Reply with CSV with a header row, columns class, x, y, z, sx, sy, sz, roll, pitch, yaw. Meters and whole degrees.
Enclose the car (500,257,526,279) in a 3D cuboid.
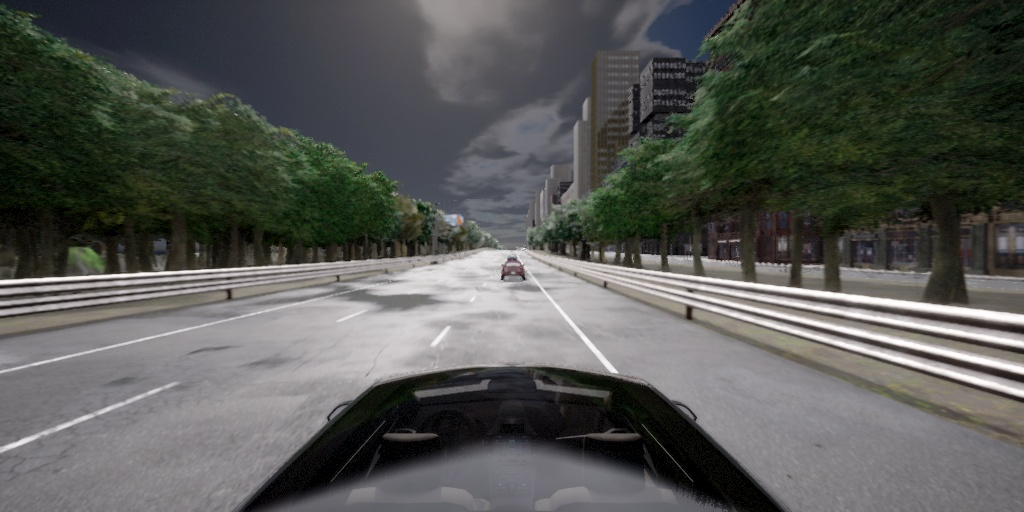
class,x,y,z,sx,sy,sz,roll,pitch,yaw
car,0.086,1.068,29.026,1.812,1.442,4.674,0,1,0
